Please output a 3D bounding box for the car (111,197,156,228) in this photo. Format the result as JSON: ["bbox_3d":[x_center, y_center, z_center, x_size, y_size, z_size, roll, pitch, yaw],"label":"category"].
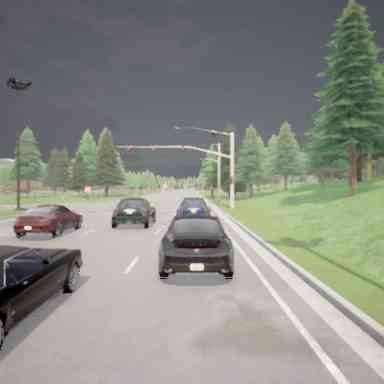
[{"bbox_3d":[-3.403,1.105,20.208,2.097,1.767,4.553,0,1,0],"label":"car"}]

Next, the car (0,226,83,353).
[{"bbox_3d":[-3.401,1.532,5.514,1.895,1.301,4.718,0,1,0],"label":"car"}]

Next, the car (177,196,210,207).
[{"bbox_3d":[0.096,1.090,21.353,2.097,1.767,4.553,0,1,0],"label":"car"}]

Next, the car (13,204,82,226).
[{"bbox_3d":[-6.903,1.325,16.297,1.812,1.442,4.674,0,1,0],"label":"car"}]

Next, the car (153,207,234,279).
[{"bbox_3d":[0.099,1.383,9.696,1.837,1.490,4.892,0,0,0],"label":"car"}]
